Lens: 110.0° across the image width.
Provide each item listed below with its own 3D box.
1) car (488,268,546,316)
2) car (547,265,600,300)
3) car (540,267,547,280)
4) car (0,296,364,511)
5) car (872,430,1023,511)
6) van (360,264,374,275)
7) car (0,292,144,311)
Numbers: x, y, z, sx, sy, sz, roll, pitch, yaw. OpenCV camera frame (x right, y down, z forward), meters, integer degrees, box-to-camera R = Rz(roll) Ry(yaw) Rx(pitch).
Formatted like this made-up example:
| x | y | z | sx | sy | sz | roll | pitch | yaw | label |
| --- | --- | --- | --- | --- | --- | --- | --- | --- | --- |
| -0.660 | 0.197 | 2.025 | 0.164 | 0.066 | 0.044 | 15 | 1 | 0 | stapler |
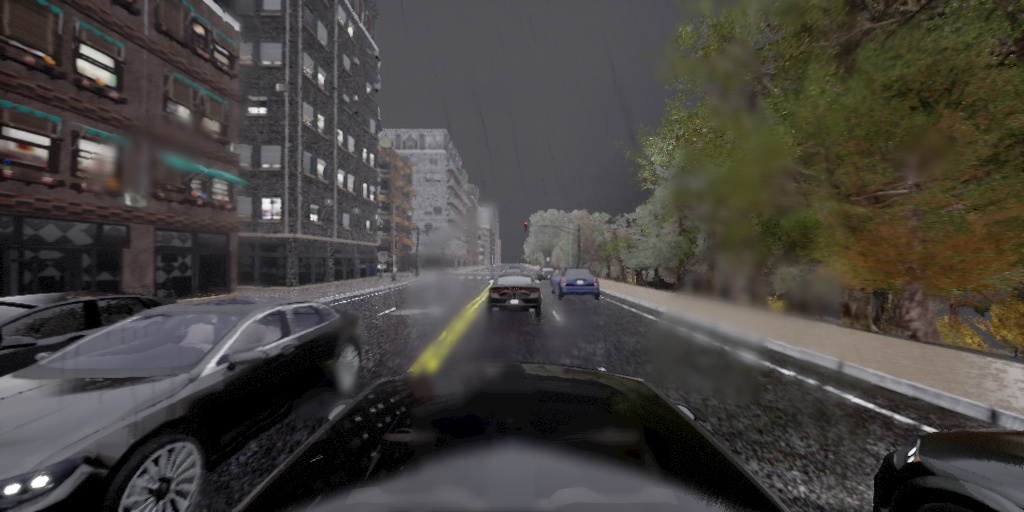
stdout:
| x | y | z | sx | sy | sz | roll | pitch | yaw | label |
| --- | --- | --- | --- | --- | --- | --- | --- | --- | --- |
| 0.094 | 1.400 | 14.323 | 1.882 | 1.535 | 5.008 | 0 | -1 | 0 | car |
| 3.352 | 1.350 | 19.763 | 2.097 | 1.767 | 4.553 | 0 | -1 | 0 | car |
| 3.359 | 1.730 | 34.548 | 1.812 | 1.442 | 4.674 | 0 | -1 | 0 | car |
| -3.350 | 1.273 | 4.010 | 2.128 | 1.511 | 4.902 | 0 | -1 | 0 | car |
| 3.350 | 1.298 | 0.573 | 1.994 | 1.385 | 4.181 | 0 | -1 | 0 | car |
| -22.698 | 2.094 | 54.883 | 3.998 | 1.789 | 1.690 | 0 | 0 | -1 | van |
| -6.599 | 1.298 | 4.796 | 1.837 | 1.490 | 4.892 | 0 | -1 | 0 | car |
